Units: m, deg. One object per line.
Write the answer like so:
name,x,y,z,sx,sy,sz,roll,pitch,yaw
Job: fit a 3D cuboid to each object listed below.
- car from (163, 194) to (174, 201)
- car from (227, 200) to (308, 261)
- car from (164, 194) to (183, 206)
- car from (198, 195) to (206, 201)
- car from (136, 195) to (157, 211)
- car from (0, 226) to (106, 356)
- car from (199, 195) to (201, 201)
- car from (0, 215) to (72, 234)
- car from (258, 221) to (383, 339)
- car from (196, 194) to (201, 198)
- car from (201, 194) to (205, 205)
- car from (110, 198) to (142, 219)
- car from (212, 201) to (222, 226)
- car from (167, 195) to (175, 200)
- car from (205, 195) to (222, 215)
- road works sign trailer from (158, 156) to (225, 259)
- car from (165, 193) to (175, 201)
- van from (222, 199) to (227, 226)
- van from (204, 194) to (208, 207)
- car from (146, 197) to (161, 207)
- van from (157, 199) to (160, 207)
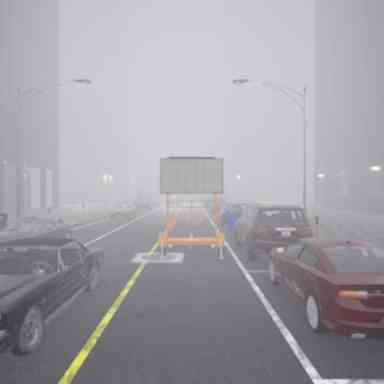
car,-5.845,1.315,83.394,2.192,1.841,5.009,0,0,0
car,2.758,1.311,12.148,2.192,1.841,5.009,0,0,0
car,-3.059,1.480,55.375,2.128,1.511,4.902,0,0,0
car,2.675,1.570,89.036,1.947,1.339,4.313,0,0,0
car,-5.806,1.303,39.780,2.192,1.841,5.009,0,0,0
car,-3.105,1.599,6.168,1.895,1.301,4.718,0,0,0
car,2.707,1.532,56.351,1.887,1.381,4.507,0,0,0
car,-5.783,1.547,12.155,2.008,1.369,4.403,0,0,0
car,2.765,1.542,6.623,1.887,1.381,4.507,0,0,0
car,2.680,1.314,83.392,2.192,1.841,5.009,0,0,0
car,2.719,1.302,45.301,2.192,1.841,5.009,0,0,0
car,-5.796,1.517,28.560,1.752,1.417,4.829,0,0,0
car,2.746,1.543,23.199,2.008,1.369,4.403,0,0,0
car,-5.855,1.576,94.680,1.947,1.339,4.313,0,0,0
car,2.733,1.430,34.250,1.967,1.590,4.097,0,0,0
road works sign trailer,-0.012,0.460,12.612,2.380,3.560,2.880,0,0,0
car,-5.851,1.319,89.037,2.192,1.841,5.009,0,0,0
van,2.752,1.335,17.673,1.690,1.788,3.998,0,0,0
van,2.726,1.329,39.775,1.690,1.788,3.998,0,0,0
car,-5.814,1.512,50.659,1.752,1.417,4.829,0,0,0
van,-5.810,1.328,45.305,1.690,1.788,3.998,0,0,0
